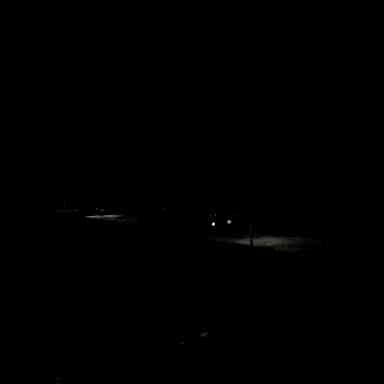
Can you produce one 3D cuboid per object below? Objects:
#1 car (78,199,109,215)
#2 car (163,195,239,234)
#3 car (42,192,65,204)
[{"bbox_3d":[-10.167,1.554,34.174,1.837,1.490,4.892,0,0,-37],"label":"car"},{"bbox_3d":[0.354,1.241,20.017,2.150,2.045,5.566,0,0,-37],"label":"car"},{"bbox_3d":[-19.748,1.016,47.208,2.150,2.045,5.566,0,0,-37],"label":"car"}]
